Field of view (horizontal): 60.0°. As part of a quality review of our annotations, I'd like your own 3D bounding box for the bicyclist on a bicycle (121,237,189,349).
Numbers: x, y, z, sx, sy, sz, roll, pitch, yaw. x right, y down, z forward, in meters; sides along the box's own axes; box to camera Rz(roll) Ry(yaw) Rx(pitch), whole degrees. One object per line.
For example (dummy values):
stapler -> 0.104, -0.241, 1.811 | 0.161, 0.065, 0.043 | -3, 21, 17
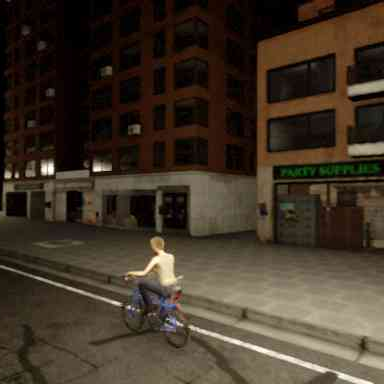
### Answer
bicyclist on a bicycle -> -0.616, 1.504, 5.238 | 1.509, 1.612, 0.866 | 0, -1, 39
